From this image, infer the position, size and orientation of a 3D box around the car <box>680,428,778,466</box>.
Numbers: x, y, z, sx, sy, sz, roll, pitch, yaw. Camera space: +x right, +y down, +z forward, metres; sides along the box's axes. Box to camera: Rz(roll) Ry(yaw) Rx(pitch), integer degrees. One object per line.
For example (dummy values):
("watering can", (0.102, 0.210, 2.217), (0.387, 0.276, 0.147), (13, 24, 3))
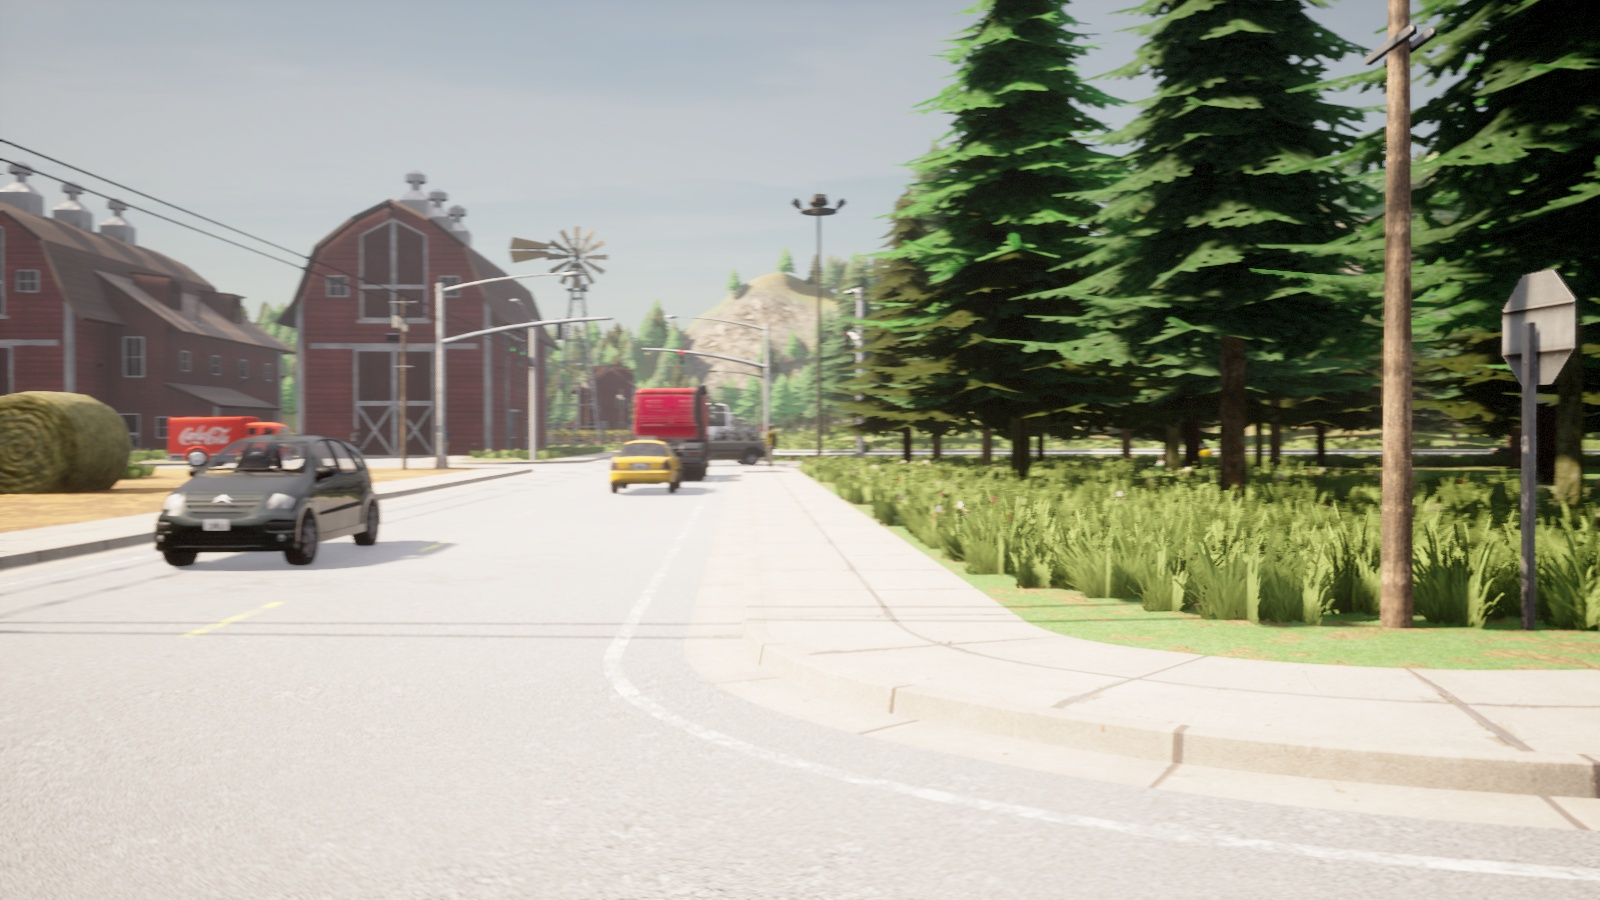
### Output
("car", (-3.629, -0.161, 63.782), (4.605, 1.855, 1.932), (0, 0, -19))

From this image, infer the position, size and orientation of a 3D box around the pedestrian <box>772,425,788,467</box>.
("pedestrian", (-0.880, -0.182, 54.724), (0.431, 1.840, 0.709), (0, 1, -23))

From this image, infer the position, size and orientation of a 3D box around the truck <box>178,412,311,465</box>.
("truck", (-26.405, -0.544, 59.833), (5.204, 2.467, 2.627), (0, 1, -3))

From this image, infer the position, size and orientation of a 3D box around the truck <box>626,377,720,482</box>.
("truck", (-4.457, -0.722, 45.697), (2.891, 3.462, 7.936), (0, 1, -2))

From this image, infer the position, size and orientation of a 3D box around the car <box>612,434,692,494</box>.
("car", (-4.080, 0.332, 35.381), (1.801, 1.575, 5.366), (0, 1, -2))

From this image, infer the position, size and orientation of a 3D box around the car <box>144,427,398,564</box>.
("car", (-6.901, 0.510, 16.880), (1.851, 1.617, 3.988), (0, 1, -2))
